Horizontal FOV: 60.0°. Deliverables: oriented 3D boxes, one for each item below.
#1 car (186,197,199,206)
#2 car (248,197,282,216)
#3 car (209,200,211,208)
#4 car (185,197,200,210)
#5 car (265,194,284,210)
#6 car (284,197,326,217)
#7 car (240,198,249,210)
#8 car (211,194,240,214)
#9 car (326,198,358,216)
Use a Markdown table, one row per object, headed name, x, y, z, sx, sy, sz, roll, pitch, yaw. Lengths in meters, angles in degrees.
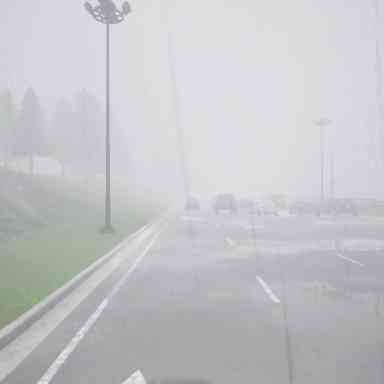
| name | x | y | z | sx | sy | sz | roll | pitch | yaw |
| --- | --- | --- | --- | --- | --- | --- | --- | --- | --- |
| car | 0.017 | 1.547 | 54.994 | 2.033 | 1.411 | 5.357 | 0 | 0 | -3 |
| car | 7.039 | 1.526 | 32.483 | 1.812 | 1.442 | 4.674 | 0 | 0 | 0 |
| car | 3.481 | 1.526 | 46.042 | 1.812 | 1.442 | 4.674 | 0 | 0 | 0 |
| car | 0.043 | 1.547 | 41.962 | 2.033 | 1.411 | 5.357 | 0 | 0 | 0 |
| car | 10.517 | 1.221 | 43.044 | 2.150 | 2.045 | 5.566 | 0 | 0 | 0 |
| car | 10.549 | 1.504 | 31.450 | 1.837 | 1.490 | 4.892 | 0 | 0 | 0 |
| car | 7.019 | 1.478 | 43.968 | 1.882 | 1.535 | 5.008 | 0 | 0 | 0 |
| car | 3.496 | 1.220 | 35.644 | 2.150 | 2.045 | 5.566 | 0 | 0 | 1 |
| car | 14.056 | 1.351 | 32.118 | 2.097 | 1.767 | 4.553 | 0 | 0 | 0 |
